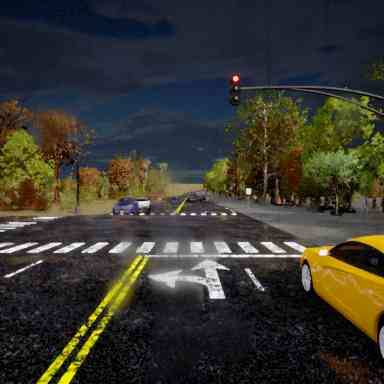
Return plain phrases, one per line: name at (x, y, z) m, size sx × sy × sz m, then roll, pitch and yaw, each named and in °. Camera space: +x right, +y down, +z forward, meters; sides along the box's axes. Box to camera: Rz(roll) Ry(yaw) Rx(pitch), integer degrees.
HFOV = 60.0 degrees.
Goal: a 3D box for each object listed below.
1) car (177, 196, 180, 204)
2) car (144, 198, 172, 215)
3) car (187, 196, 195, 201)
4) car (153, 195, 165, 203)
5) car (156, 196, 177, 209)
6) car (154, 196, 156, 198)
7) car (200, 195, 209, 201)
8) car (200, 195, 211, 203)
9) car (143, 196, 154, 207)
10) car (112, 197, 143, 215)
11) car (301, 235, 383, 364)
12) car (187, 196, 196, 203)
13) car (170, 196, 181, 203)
car at (-3.492, 1.531, 58.397) m, size 1.812 × 1.442 × 4.674 m, roll 0°, pitch 0°, yaw 0°
car at (-3.447, 1.601, 34.564) m, size 1.895 × 1.301 × 4.718 m, roll 0°, pitch 0°, yaw 0°
car at (-0.228, 1.608, 82.020) m, size 1.895 × 1.301 × 4.718 m, roll 0°, pitch 0°, yaw 0°
car at (-6.703, 1.486, 67.747) m, size 1.882 × 1.535 × 5.008 m, roll 0°, pitch 0°, yaw 0°
car at (-3.476, 1.508, 45.960) m, size 1.837 × 1.490 × 4.892 m, roll 0°, pitch 0°, yaw 0°
car at (-6.738, 1.483, 57.279) m, size 1.882 × 1.535 × 5.008 m, roll 0°, pitch 0°, yaw 0°
car at (3.022, 1.459, 81.684) m, size 2.033 × 1.411 × 5.357 m, roll 0°, pitch 0°, yaw 0°
car at (3.073, 1.506, 71.529) m, size 2.128 × 1.511 × 4.902 m, roll 0°, pitch 0°, yaw 0°
car at (-6.734, 1.529, 45.102) m, size 1.812 × 1.442 × 4.674 m, roll 0°, pitch 0°, yaw 0°
car at (-6.694, 1.339, 34.021) m, size 2.097 × 1.767 × 4.553 m, roll 0°, pitch 0°, yaw 0°
car at (3.347, 1.444, 5.450) m, size 1.882 × 1.535 × 5.008 m, roll 0°, pitch 1°, yaw 0°
car at (-0.159, 1.567, 72.197) m, size 1.994 × 1.385 × 4.181 m, roll 0°, pitch 0°, yaw 0°
car at (-3.443, 1.555, 69.204) m, size 2.033 × 1.411 × 5.357 m, roll 0°, pitch 0°, yaw 0°
